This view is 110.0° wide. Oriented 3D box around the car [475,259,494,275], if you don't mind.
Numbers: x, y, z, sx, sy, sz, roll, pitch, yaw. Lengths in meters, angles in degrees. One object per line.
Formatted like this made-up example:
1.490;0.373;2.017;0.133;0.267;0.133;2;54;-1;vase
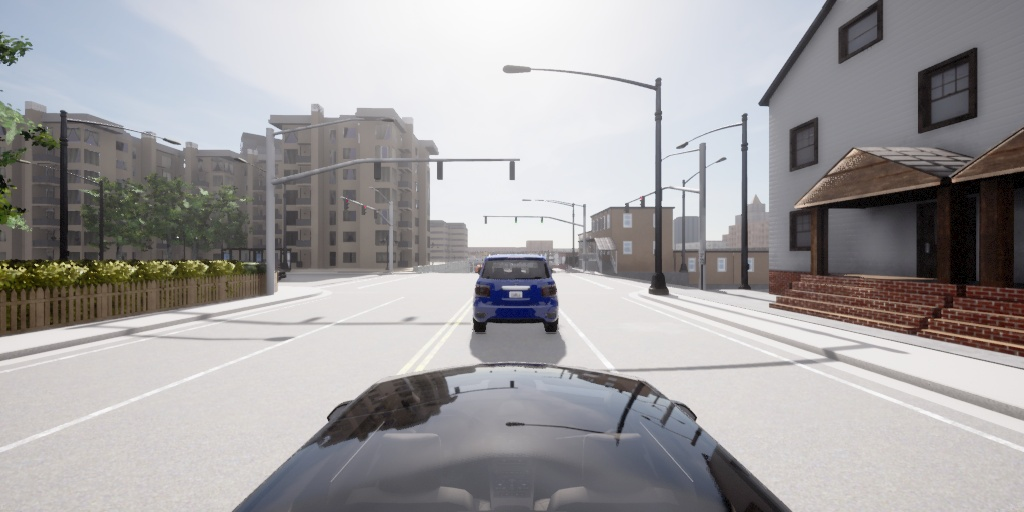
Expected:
-3.562;1.506;46.886;2.097;1.767;4.553;1;-5;0;car

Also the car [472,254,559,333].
0.100;0.971;10.865;2.150;2.045;5.566;0;0;0;car

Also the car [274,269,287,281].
-20.347;1.255;28.067;4.892;1.490;1.837;0;0;1;car
